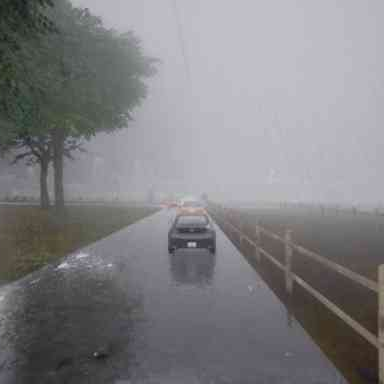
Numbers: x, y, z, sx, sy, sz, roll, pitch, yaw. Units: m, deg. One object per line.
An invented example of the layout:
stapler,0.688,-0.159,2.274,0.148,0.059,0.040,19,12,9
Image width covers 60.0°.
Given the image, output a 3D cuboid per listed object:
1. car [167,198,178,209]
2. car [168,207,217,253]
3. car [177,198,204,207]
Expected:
car,-2.748,1.775,52.667,2.097,1.767,4.553,0,0,0
car,0.007,1.639,14.308,1.837,1.490,4.892,0,0,0
car,0.007,1.604,29.067,2.097,1.767,4.553,0,-1,0
